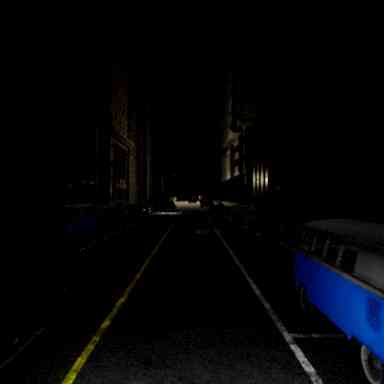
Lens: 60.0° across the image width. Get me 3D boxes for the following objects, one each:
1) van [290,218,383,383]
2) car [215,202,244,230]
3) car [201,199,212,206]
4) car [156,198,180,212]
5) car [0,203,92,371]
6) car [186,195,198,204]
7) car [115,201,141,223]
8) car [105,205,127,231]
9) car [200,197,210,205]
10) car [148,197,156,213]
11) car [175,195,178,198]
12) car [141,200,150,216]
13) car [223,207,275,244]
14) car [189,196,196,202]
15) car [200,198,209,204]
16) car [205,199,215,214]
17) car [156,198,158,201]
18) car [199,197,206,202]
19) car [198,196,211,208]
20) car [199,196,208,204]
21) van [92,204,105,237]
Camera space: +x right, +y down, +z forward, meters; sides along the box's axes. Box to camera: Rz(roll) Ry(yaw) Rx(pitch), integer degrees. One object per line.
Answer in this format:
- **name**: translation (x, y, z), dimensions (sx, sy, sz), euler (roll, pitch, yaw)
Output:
- **van**: translation (2.774, 1.378, 4.987), dimensions (1.690, 1.788, 3.998), euler (0, 0, 0)
- **car**: translation (2.799, 1.596, 21.793), dimensions (1.967, 1.590, 4.097), euler (0, 0, 0)
- **car**: translation (2.867, 2.030, 66.607), dimensions (2.008, 1.369, 4.403), euler (0, 0, 0)
- **car**: translation (-3.030, 1.855, 43.178), dimensions (2.033, 1.411, 5.357), euler (0, 0, 0)
- **car**: translation (-3.094, 1.249, 3.749), dimensions (2.150, 2.045, 5.566), euler (0, 0, 0)
- **car**: translation (0.114, 1.862, 74.043), dimensions (1.882, 1.535, 5.008), euler (0, 0, 0)
- **car**: translation (-5.718, 1.635, 27.397), dimensions (1.967, 1.590, 4.097), euler (0, 0, 0)
- **car**: translation (-5.727, 1.737, 21.794), dimensions (1.802, 1.307, 4.206), euler (0, 0, 0)
- **car**: translation (2.876, 1.962, 72.211), dimensions (1.967, 1.590, 4.097), euler (0, 0, 0)
- **car**: translation (-5.700, 1.715, 38.600), dimensions (1.967, 1.590, 4.097), euler (0, 0, 0)
- **car**: translation (-5.624, 2.092, 89.015), dimensions (1.967, 1.590, 4.097), euler (0, 0, 0)
- **car**: translation (-5.709, 1.801, 32.998), dimensions (1.947, 1.339, 4.313), euler (0, 0, 0)
- **car**: translation (2.790, 1.661, 16.190), dimensions (1.887, 1.381, 4.507), euler (0, 0, 0)
- **car**: translation (0.141, 2.020, 92.012), dimensions (1.882, 1.535, 5.008), euler (0, 0, 0)
- **car**: translation (2.884, 2.147, 77.811), dimensions (1.802, 1.307, 4.206), euler (0, 0, 0)
- **car**: translation (2.825, 1.820, 38.598), dimensions (1.887, 1.381, 4.507), euler (0, 0, 0)
- **car**: translation (-5.692, 1.881, 44.201), dimensions (1.947, 1.339, 4.313), euler (0, 0, 0)
- **car**: translation (2.910, 2.223, 94.787), dimensions (1.752, 1.417, 4.829), euler (0, 0, 0)
- **car**: translation (2.472, 1.748, 55.226), dimensions (2.097, 1.767, 4.553), euler (0, 0, 0)
- **car**: translation (2.893, 1.924, 83.415), dimensions (2.192, 1.841, 5.009), euler (0, 0, 0)
- **van**: translation (-5.734, 1.457, 16.195), dimensions (1.690, 1.788, 3.998), euler (0, 0, 0)
